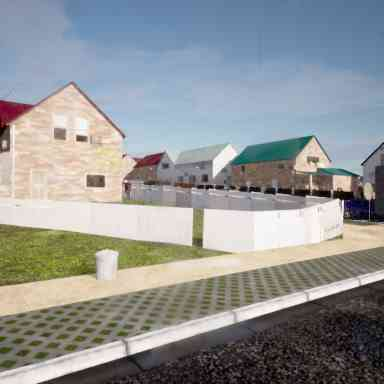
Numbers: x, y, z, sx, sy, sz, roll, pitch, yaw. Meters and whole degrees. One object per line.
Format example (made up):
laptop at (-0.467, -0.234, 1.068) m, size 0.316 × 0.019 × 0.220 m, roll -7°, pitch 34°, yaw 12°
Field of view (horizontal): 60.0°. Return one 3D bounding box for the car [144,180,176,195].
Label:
car at (-3.667, -0.435, 41.248) m, size 2.150 × 2.045 × 5.566 m, roll 1°, pitch 3°, yaw -34°

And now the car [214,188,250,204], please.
car at (3.596, 0.460, 30.566) m, size 1.837 × 1.490 × 4.892 m, roll 1°, pitch 3°, yaw -34°

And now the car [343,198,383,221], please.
car at (10.968, 1.094, 19.992) m, size 1.812 × 1.442 × 4.674 m, roll 0°, pitch 3°, yaw -37°

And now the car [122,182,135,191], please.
car at (-11.405, -0.952, 57.623) m, size 1.812 × 1.442 × 4.674 m, roll 1°, pitch 2°, yaw -34°
